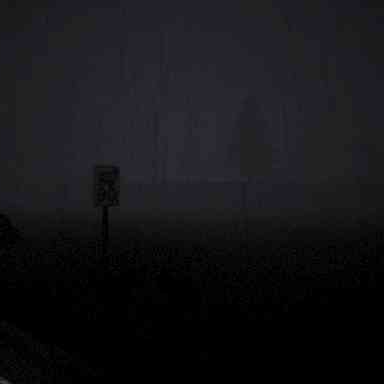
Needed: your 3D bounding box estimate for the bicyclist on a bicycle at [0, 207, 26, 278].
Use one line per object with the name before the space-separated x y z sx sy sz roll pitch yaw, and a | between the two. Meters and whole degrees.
bicyclist on a bicycle | -4.372 1.134 7.365 0.582 1.620 1.656 1 -12 37
